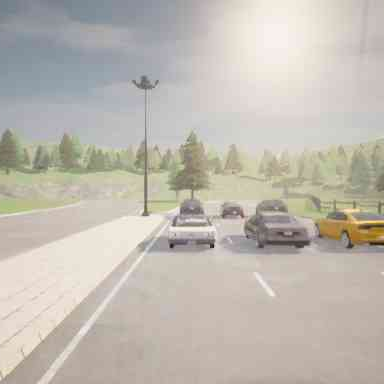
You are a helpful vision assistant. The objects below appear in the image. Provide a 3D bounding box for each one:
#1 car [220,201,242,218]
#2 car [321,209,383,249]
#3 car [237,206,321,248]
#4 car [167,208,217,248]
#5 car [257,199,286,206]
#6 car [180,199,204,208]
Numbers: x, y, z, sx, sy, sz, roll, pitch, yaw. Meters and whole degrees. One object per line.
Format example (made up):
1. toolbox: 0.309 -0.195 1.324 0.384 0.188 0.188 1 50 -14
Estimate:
1. car: 3.500 1.530 29.587 1.812 1.442 4.674 0 0 0
2. car: 7.000 1.482 14.587 1.882 1.535 5.008 0 0 0
3. car: 3.500 1.560 14.587 2.033 1.411 5.357 0 0 0
4. car: 0.000 1.613 14.617 1.895 1.301 4.718 0 0 0
5. car: 7.000 1.364 29.557 2.097 1.767 4.553 0 0 0
6. car: 0.000 1.364 29.557 2.097 1.767 4.553 0 0 0
